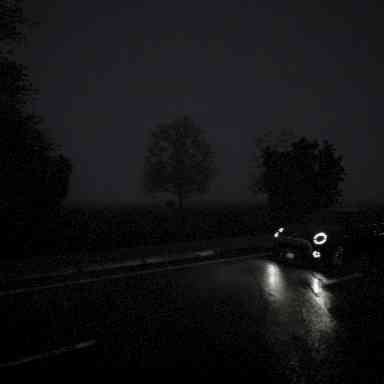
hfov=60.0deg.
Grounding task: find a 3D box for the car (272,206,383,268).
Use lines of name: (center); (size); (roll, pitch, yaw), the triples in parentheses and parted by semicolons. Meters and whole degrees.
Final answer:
car: (4.884, 1.345, 11.316); (4.553, 1.767, 2.097); (0, 0, -32)
